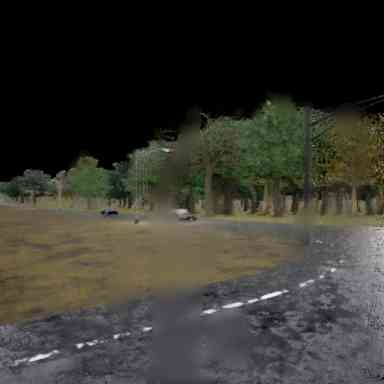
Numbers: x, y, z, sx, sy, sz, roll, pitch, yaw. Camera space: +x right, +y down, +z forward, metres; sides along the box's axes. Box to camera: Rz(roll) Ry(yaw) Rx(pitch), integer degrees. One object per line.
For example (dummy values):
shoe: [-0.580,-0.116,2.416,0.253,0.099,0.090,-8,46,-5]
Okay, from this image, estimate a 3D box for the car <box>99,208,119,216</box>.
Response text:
car: [-13.700,3.321,54.848,1.895,1.301,4.718,1,-2,-33]

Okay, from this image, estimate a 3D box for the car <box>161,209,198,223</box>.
car: [-1.481,2.550,36.038,2.033,1.411,5.357,1,-2,-33]
